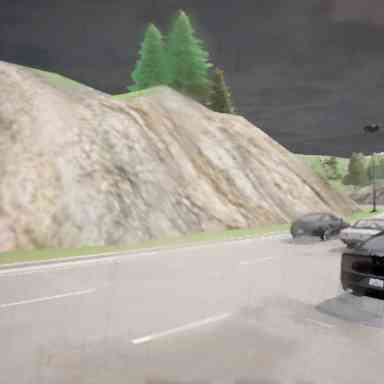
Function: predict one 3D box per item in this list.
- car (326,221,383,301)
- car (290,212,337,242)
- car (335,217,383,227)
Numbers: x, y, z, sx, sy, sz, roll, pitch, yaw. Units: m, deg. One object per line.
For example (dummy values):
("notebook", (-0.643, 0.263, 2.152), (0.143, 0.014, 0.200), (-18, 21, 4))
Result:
("car", (5.467, 1.591, 7.928), (5.008, 1.535, 1.882), (0, -1, -39))
("car", (7.265, 1.869, 18.623), (4.674, 1.442, 1.812), (0, -2, -42))
("car", (8.609, 1.836, 15.052), (4.718, 1.301, 1.895), (0, -2, -42))
